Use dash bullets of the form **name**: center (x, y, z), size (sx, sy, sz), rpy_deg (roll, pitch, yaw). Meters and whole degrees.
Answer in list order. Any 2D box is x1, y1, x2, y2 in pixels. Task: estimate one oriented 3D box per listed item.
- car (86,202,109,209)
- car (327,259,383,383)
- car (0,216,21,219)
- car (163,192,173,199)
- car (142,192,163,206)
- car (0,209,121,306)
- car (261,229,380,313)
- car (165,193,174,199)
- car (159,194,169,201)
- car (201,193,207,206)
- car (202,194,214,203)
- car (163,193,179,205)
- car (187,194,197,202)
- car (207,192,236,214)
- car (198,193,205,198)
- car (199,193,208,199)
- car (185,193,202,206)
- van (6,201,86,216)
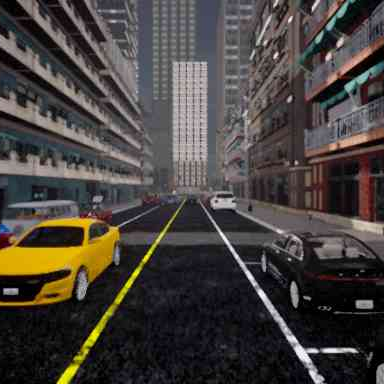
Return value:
- **car**: center (-5.700, 1.309, 18.417), size (1.967, 1.590, 4.097), rpy_deg (-1, 0, 0)
- **car**: center (2.682, 1.537, 1.834), size (2.008, 1.369, 4.403), rpy_deg (-1, 0, 0)
- **car**: center (-5.699, 1.491, 7.371), size (1.887, 1.381, 4.507), rpy_deg (0, 0, 0)
- **car**: center (-5.700, 0.899, 79.173), size (1.967, 1.590, 4.097), rpy_deg (-1, 0, 0)
- **car**: center (-5.701, 0.995, 46.032), size (2.192, 1.841, 5.009), rpy_deg (-1, 0, 0)
- **car**: center (-3.101, 1.418, 8.206), size (1.882, 1.535, 5.008), rpy_deg (0, 0, 0)
- **car**: center (2.682, 1.498, 7.357), size (2.008, 1.369, 4.403), rpy_deg (-1, 0, 0)
- **car**: center (-5.699, 0.968, 84.698), size (1.887, 1.381, 4.507), rpy_deg (-1, 0, 0)
- **car**: center (-5.698, 1.114, 68.128), size (1.802, 1.307, 4.206), rpy_deg (-1, 0, 0)
- **car**: center (2.682, 1.225, 46.020), size (1.887, 1.381, 4.507), rpy_deg (-1, 0, 0)
- **car**: center (2.682, 1.130, 57.236), size (1.752, 1.417, 4.829), rpy_deg (-1, 0, 0)
- **car**: center (-3.081, 1.176, 50.453), size (1.812, 1.442, 4.674), rpy_deg (0, 1, 0)
- **car**: center (-0.001, 1.080, 61.645), size (1.837, 1.490, 4.892), rpy_deg (0, 0, 0)
- **car**: center (3.000, 0.995, 32.805), size (2.150, 2.045, 5.566), rpy_deg (0, 0, 0)
- **car**: center (2.681, 0.911, 90.377), size (1.752, 1.417, 4.829), rpy_deg (-1, 0, 0)
- **car**: center (2.682, 1.004, 79.160), size (1.887, 1.381, 4.507), rpy_deg (-1, 0, 0)
- **car**: center (0.017, 1.242, 46.346), size (1.994, 1.385, 4.181), rpy_deg (0, 0, 0)
- **van**: center (-5.701, 1.249, 12.893), size (1.690, 1.788, 3.998), rpy_deg (-1, 0, 0)
